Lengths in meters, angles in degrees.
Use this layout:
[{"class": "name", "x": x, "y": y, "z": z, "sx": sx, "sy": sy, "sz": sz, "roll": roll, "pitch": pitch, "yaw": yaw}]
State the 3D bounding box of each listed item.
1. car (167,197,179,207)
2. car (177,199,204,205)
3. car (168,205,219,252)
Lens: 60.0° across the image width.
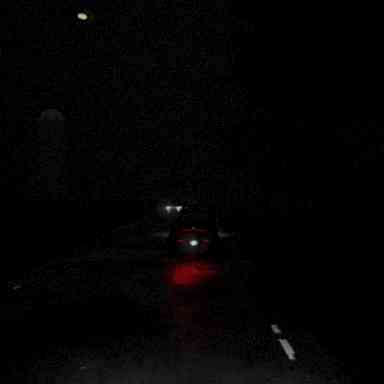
[{"class": "car", "x": -2.851, "y": 1.510, "z": 52.943, "sx": 1.882, "sy": 1.535, "sz": 5.008, "roll": 0, "pitch": 0, "yaw": 0}, {"class": "car", "x": 0.074, "y": 1.500, "z": 29.174, "sx": 2.128, "sy": 1.511, "sz": 4.902, "roll": 0, "pitch": 0, "yaw": 0}, {"class": "car", "x": 0.073, "y": 1.503, "z": 13.963, "sx": 1.837, "sy": 1.490, "sz": 4.892, "roll": 0, "pitch": 0, "yaw": 0}]
